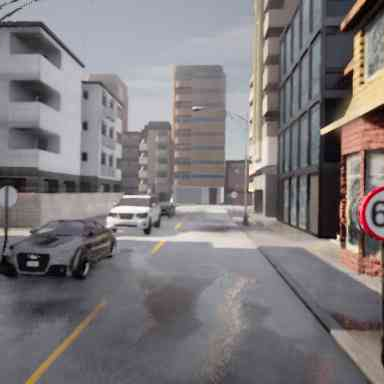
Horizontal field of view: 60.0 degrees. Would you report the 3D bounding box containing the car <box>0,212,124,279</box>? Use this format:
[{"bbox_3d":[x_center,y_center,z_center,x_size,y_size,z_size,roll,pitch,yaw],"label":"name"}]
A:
[{"bbox_3d":[-3.649,1.511,9.833,1.994,1.385,4.181,1,0,3],"label":"car"}]

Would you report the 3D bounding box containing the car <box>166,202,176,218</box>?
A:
[{"bbox_3d":[-2.570,1.564,29.428,1.895,1.301,4.718,1,0,3],"label":"car"}]

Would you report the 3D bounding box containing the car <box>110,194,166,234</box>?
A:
[{"bbox_3d":[-3.133,1.176,19.232,2.150,2.045,5.566,1,0,3],"label":"car"}]
